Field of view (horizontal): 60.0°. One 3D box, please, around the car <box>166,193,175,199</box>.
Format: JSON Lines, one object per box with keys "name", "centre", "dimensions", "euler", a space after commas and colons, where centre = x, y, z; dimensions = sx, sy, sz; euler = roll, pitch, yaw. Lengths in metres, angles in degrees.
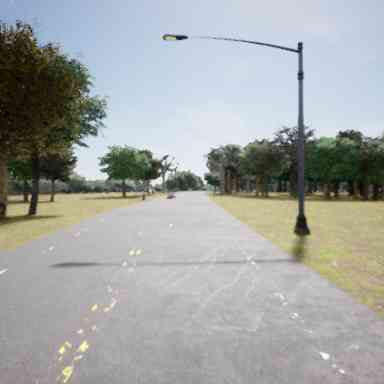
{"name": "car", "centre": [-5.636, 0.988, 89.448], "dimensions": [2.097, 1.767, 4.553], "euler": [0, 1, 2]}
